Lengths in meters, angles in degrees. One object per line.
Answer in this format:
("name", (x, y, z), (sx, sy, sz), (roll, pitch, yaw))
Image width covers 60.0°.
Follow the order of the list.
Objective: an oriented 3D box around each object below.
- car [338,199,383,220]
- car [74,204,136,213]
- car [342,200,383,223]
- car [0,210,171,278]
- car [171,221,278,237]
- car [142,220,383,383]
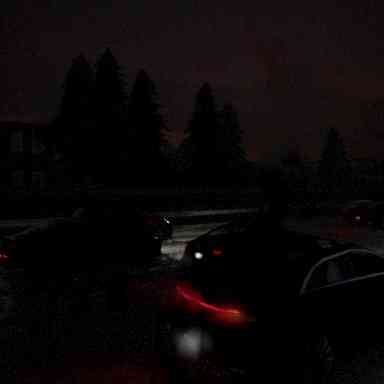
("car", (13.770, 1.343, 26.472), (4.674, 1.442, 1.812), (0, 0, -36))
("car", (-3.120, 1.312, 14.415), (4.553, 1.767, 2.097), (0, 0, -36))
("car", (11.582, 1.331, 20.595), (5.008, 1.535, 1.882), (0, 0, -35))
("car", (-3.155, 1.504, 10.092), (4.674, 1.442, 1.812), (0, 0, -36))
("car", (1.786, 1.517, 9.316), (4.181, 1.385, 1.994), (0, 0, -35))
("car", (1.965, 1.461, 5.145), (4.902, 1.511, 2.128), (0, 0, -35))
